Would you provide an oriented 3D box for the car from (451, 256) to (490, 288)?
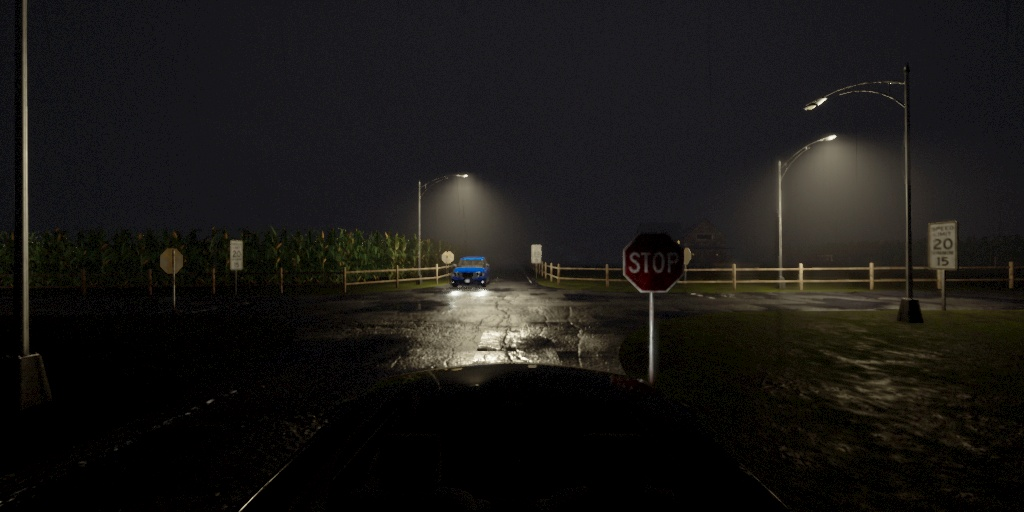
[{"bbox_3d":[-2.690,1.087,24.450,2.150,2.045,5.566,0,1,0],"label":"car"}]
